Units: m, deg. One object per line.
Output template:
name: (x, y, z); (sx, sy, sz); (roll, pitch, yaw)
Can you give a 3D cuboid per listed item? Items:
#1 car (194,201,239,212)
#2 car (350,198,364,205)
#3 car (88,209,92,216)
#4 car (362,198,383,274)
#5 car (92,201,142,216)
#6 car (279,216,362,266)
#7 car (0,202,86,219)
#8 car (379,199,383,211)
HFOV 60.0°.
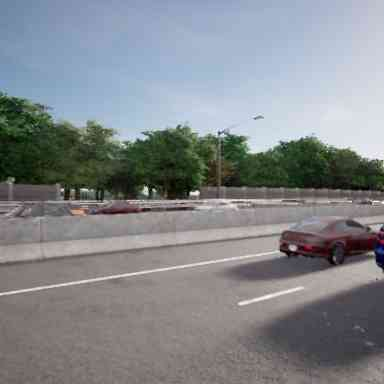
car: (2.365, 1.571, 31.473); (4.674, 1.442, 1.812); (0, 0, -35)
car: (27.448, 1.782, 53.598); (4.902, 1.511, 2.128); (1, -1, -35)
car: (-8.569, 1.369, 19.375); (4.553, 1.767, 2.097); (0, 0, -35)
car: (7.048, 1.251, 8.775); (5.566, 2.045, 2.150); (0, 0, -36)
car: (-6.719, 1.559, 29.293); (4.674, 1.442, 1.812); (0, 0, -35)
car: (4.993, 1.556, 11.607); (4.674, 1.442, 1.812); (0, 0, -35)
car: (-7.702, 1.364, 15.695); (4.553, 1.767, 2.097); (0, 0, -35)
car: (27.591, 1.731, 45.131); (4.892, 1.490, 1.837); (1, 0, -35)
